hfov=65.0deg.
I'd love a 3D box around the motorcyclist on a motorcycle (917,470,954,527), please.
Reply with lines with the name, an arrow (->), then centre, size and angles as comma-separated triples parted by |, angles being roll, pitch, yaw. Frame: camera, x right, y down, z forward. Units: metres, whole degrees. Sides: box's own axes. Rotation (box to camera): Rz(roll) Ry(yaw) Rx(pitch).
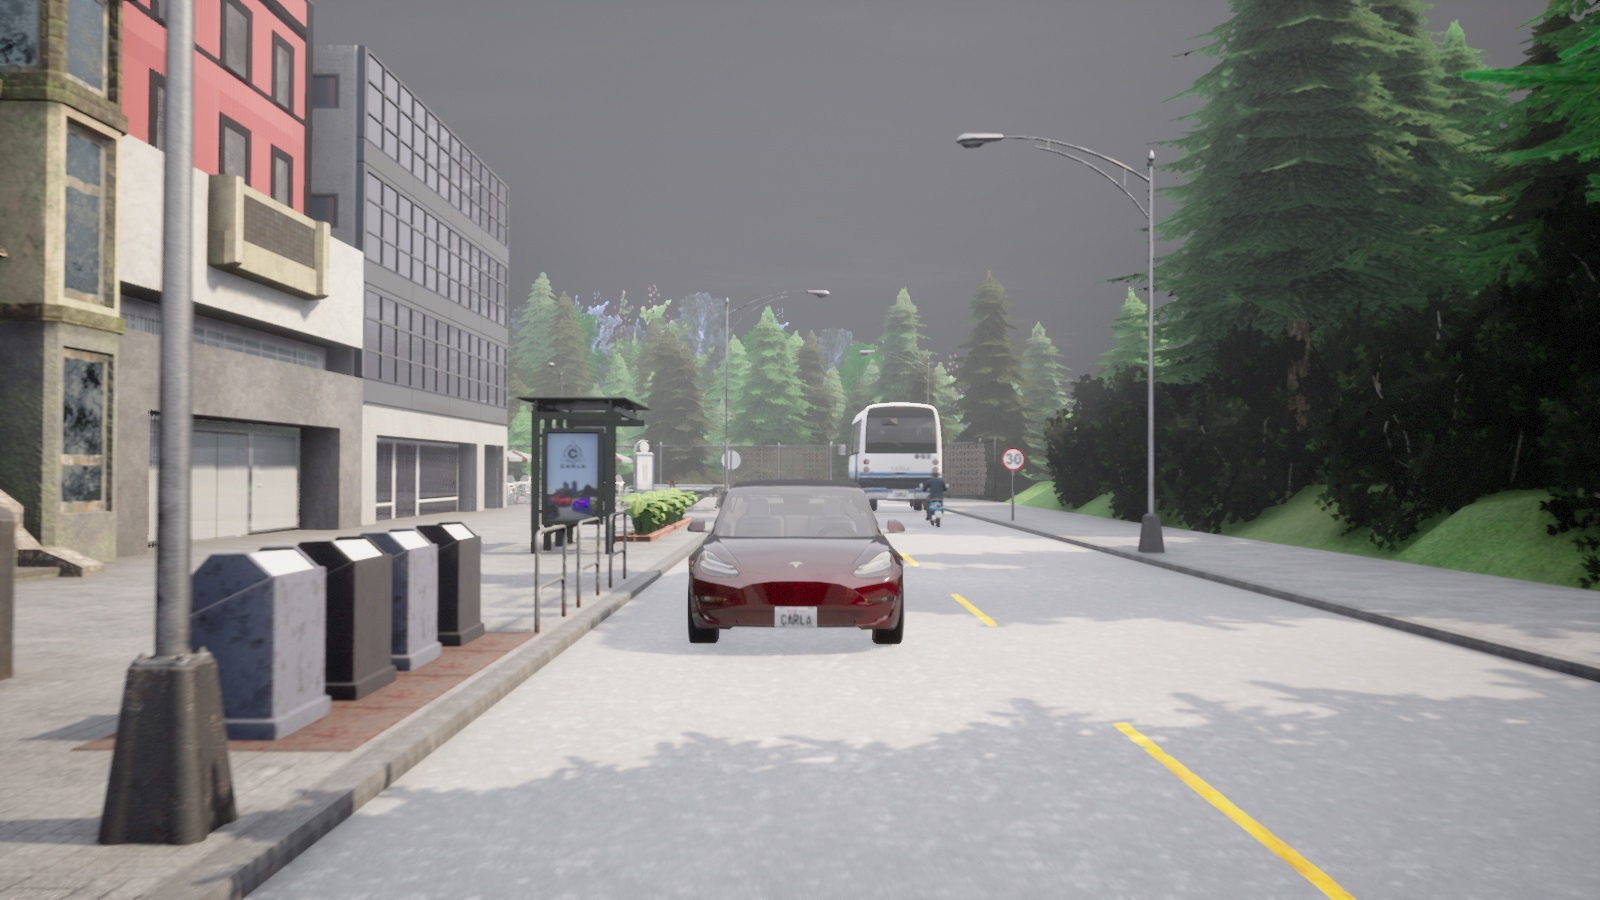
motorcyclist on a motorcycle -> 3.911, 1.387, 36.416 | 0.866, 1.590, 1.817 | 0, -1, 0

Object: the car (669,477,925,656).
car -> -0.032, 1.043, 13.053 | 2.163, 1.488, 4.792 | 0, -1, 0

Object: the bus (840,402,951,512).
bus -> 3.864, 0.361, 53.850 | 3.944, 4.253, 10.273 | 0, -1, 0
